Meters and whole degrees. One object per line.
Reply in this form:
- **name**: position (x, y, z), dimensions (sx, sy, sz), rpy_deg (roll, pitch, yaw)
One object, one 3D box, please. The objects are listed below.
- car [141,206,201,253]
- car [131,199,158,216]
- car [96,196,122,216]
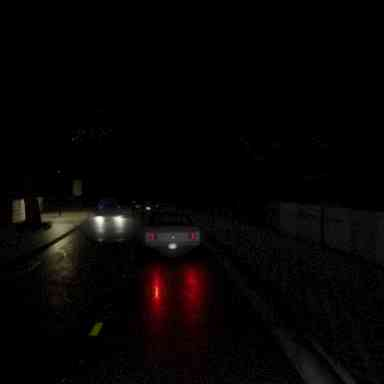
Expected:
- **car**: position (-0.923, 1.463, 13.077), dimensions (1.895, 1.301, 4.718), rpy_deg (0, 1, -8)
- **car**: position (-4.066, 1.254, 28.436), dimensions (1.994, 1.385, 4.181), rpy_deg (0, 1, -17)
- **car**: position (-7.311, 1.151, 29.222), dimensions (1.882, 1.535, 5.008), rpy_deg (0, 1, -17)
